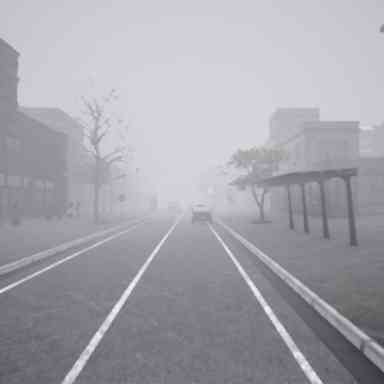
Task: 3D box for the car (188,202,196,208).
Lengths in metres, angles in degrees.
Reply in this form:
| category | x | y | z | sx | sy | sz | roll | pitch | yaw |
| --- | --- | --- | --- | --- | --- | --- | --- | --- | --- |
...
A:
| category | x | y | z | sx | sy | sz | roll | pitch | yaw |
| --- | --- | --- | --- | --- | --- | --- | --- | --- | --- |
| car | 0.004 | 3.255 | 83.217 | 2.033 | 1.411 | 5.357 | 0 | -1 | 0 |

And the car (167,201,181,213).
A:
| category | x | y | z | sx | sy | sz | roll | pitch | yaw |
| --- | --- | --- | --- | --- | --- | --- | --- | --- | --- |
| car | -3.057 | 2.537 | 56.695 | 2.150 | 2.045 | 5.566 | 0 | -1 | 1 |

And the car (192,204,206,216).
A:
| category | x | y | z | sx | sy | sz | roll | pitch | yaw |
| --- | --- | --- | --- | --- | --- | --- | --- | --- | --- |
| car | 0.902 | 2.558 | 47.555 | 1.882 | 1.535 | 5.008 | 0 | -2 | 0 |

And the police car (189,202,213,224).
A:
| category | x | y | z | sx | sy | sz | roll | pitch | yaw |
| --- | --- | --- | --- | --- | --- | --- | --- | --- | --- |
| police car | 0.901 | 2.087 | 31.671 | 1.930 | 1.638 | 5.238 | 0 | -2 | 0 |

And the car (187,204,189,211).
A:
| category | x | y | z | sx | sy | sz | roll | pitch | yaw |
| --- | --- | --- | --- | --- | --- | --- | --- | --- | --- |
| car | 0.003 | 3.027 | 68.219 | 1.837 | 1.490 | 4.892 | 0 | -1 | 0 |
